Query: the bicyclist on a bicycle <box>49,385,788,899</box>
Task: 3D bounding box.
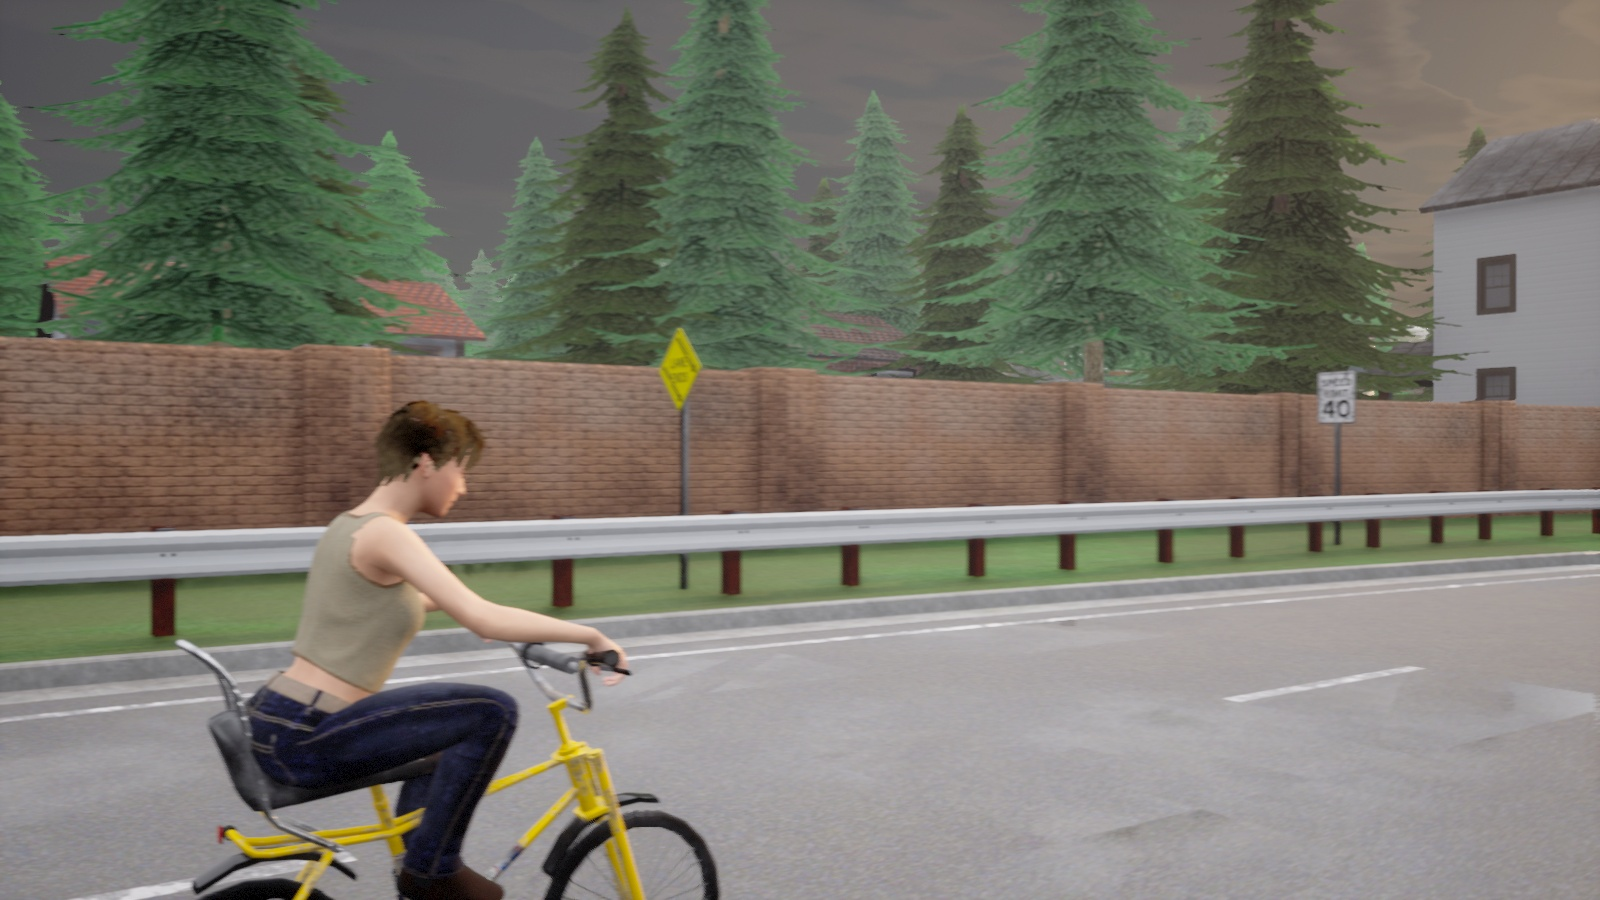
[{"bbox_3d":[-0.898,0.692,3.026,1.509,1.612,0.866,0,0,-35],"label":"bicyclist on a bicycle"}]
